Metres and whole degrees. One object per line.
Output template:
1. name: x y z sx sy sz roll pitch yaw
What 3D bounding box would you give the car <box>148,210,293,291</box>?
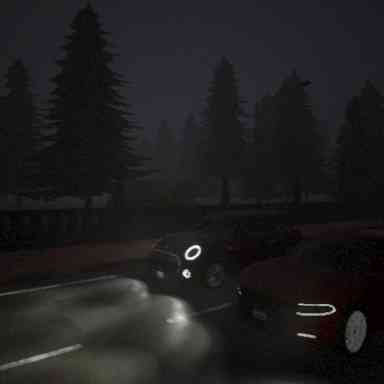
1. car: 1.071 1.328 9.109 4.553 1.767 2.097 0 0 -36

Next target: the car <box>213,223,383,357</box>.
1. car: 2.965 1.447 6.160 5.008 1.535 1.882 0 0 -36
